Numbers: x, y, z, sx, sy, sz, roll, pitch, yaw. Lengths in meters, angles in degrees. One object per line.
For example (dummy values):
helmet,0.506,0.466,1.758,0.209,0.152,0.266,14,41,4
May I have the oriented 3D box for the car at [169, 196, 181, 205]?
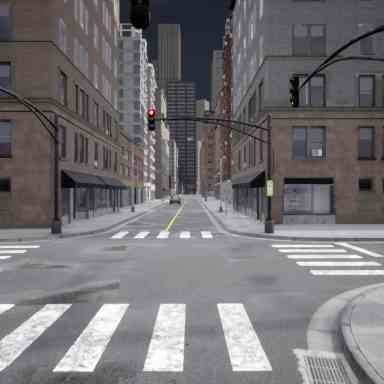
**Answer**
car,-2.987,1.457,59.698,1.882,1.535,5.008,0,0,0
